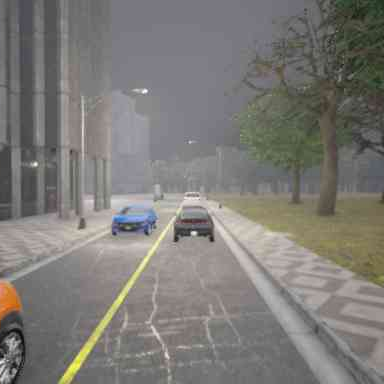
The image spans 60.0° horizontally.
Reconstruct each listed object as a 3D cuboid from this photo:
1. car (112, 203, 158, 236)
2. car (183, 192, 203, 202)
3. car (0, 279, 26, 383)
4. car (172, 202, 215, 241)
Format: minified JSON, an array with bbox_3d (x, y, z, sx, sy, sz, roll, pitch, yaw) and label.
[{"bbox_3d":[-3.008,1.423,18.205,1.882,1.535,5.008,0,0,0],"label":"car"},{"bbox_3d":[0.098,1.029,40.791,2.150,2.045,5.566,0,0,0],"label":"car"},{"bbox_3d":[-3.072,1.347,2.116,2.097,1.767,4.553,0,0,0],"label":"car"},{"bbox_3d":[0.089,1.461,16.422,1.837,1.490,4.892,0,1,0],"label":"car"}]
